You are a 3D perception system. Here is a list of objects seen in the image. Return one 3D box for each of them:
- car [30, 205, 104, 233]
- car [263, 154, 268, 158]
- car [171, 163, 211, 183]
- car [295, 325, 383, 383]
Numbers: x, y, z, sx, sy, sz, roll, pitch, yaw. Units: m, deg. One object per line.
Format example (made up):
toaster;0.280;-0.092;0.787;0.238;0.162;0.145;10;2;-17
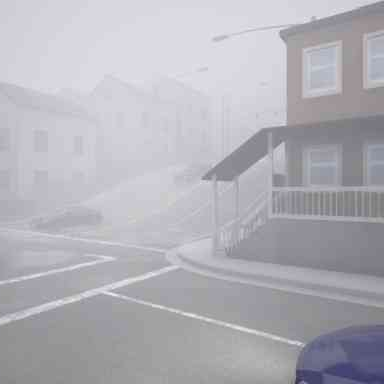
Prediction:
car;-7.720;1.600;20.959;1.812;1.442;4.674;0;1;36
car;9.455;-5.378;45.371;1.837;1.490;4.892;0;8;36
car;-0.046;-1.906;31.997;1.895;1.301;4.718;0;18;35
car;2.949;1.526;1.860;4.674;1.442;1.812;0;0;36
